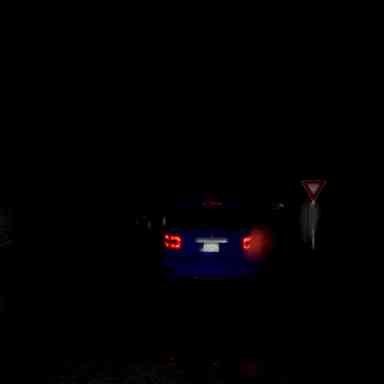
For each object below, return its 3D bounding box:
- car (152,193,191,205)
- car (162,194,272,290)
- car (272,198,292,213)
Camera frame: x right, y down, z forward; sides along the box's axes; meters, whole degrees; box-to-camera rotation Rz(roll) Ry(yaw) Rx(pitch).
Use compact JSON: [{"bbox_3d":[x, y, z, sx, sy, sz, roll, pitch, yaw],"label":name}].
[{"bbox_3d":[-2.845,0.986,46.008,5.008,1.535,1.882,0,0,16],"label":"car"},{"bbox_3d":[0.644,1.124,9.026,2.150,2.045,5.566,0,1,6],"label":"car"},{"bbox_3d":[8.246,1.221,32.040,1.994,1.385,4.181,0,1,4],"label":"car"}]
